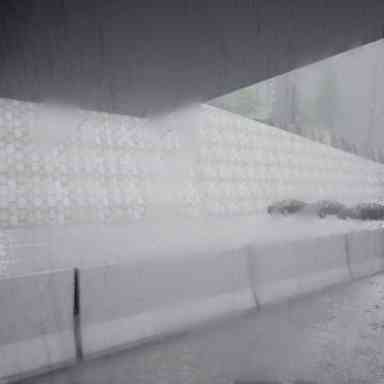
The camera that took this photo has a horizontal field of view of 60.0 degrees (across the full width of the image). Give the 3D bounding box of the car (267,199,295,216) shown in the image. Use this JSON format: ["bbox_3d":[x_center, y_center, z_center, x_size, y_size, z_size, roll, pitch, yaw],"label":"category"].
[{"bbox_3d":[9.390,1.448,32.062,5.008,1.535,1.882,0,0,-35],"label":"car"}]

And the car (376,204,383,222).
[{"bbox_3d":[15.376,1.458,23.436,5.008,1.535,1.882,0,0,-35],"label":"car"}]

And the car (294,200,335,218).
[{"bbox_3d":[11.716,1.467,29.416,4.902,1.511,2.128,0,0,-35],"label":"car"}]

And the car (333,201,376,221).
[{"bbox_3d":[13.958,1.589,26.712,5.357,1.411,2.033,0,0,-35],"label":"car"}]
